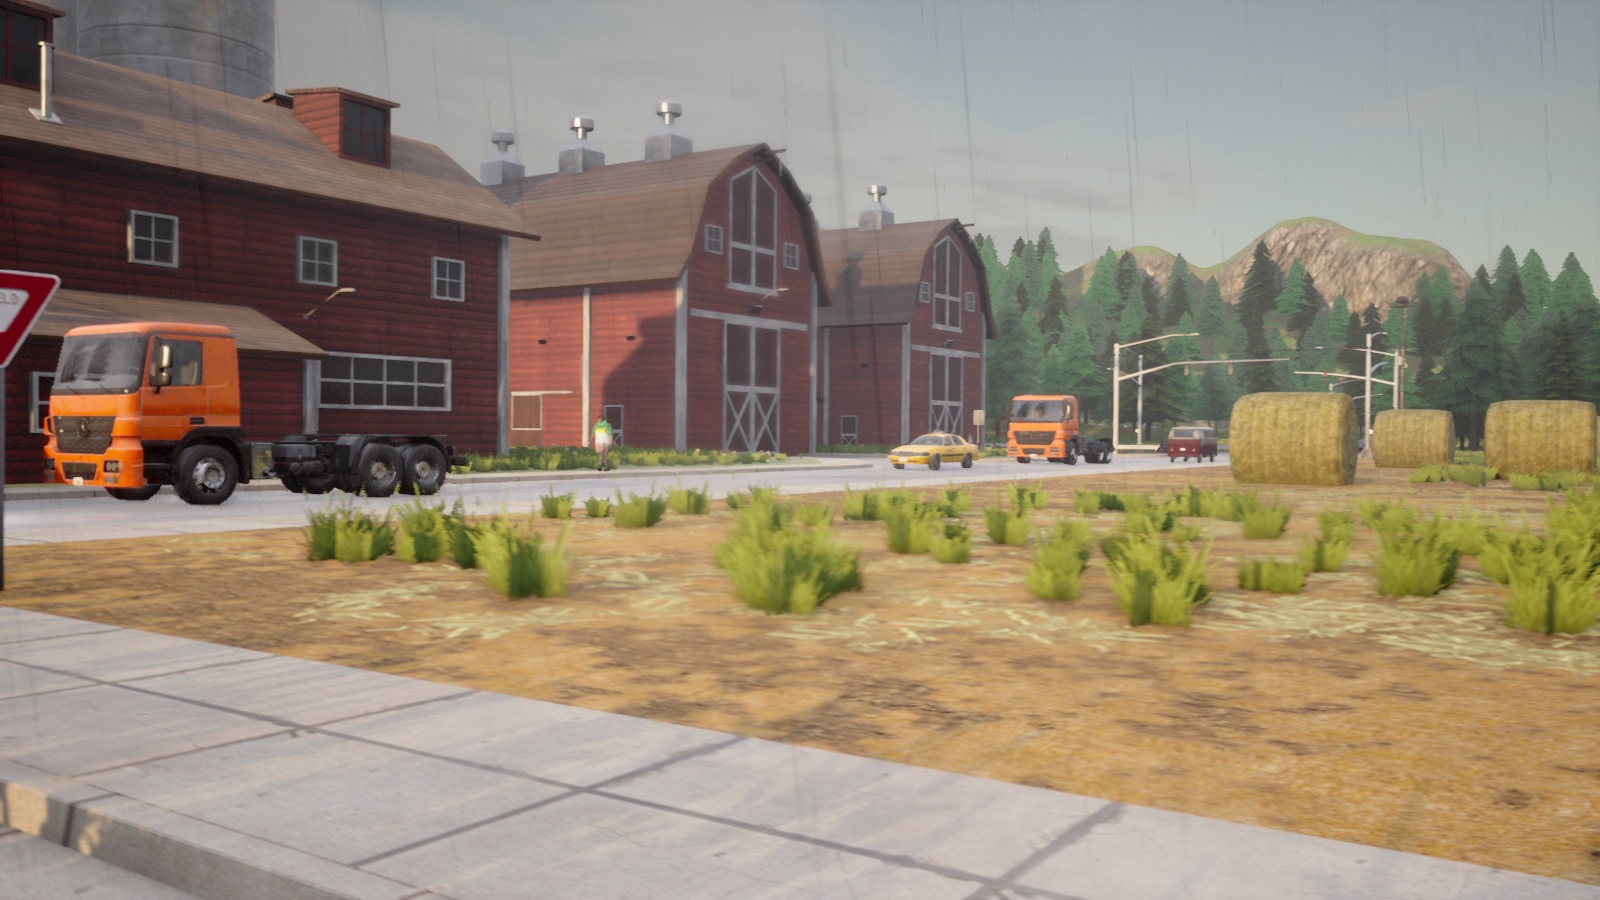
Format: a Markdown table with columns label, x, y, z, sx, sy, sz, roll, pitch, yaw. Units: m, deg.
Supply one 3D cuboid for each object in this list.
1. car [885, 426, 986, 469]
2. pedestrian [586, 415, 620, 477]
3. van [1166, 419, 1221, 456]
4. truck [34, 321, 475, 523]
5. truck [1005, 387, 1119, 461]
| label | x | y | z | sx | sy | sz | roll | pitch | yaw |
| --- | --- | --- | --- | --- | --- | --- | --- | --- | --- |
| car | 5.558 | -0.128 | 50.835 | 1.801 | 1.575 | 5.366 | 0 | 2 | 33 |
| pedestrian | -6.252 | -0.132 | 39.892 | 0.659 | 1.952 | 0.873 | 0 | 1 | 30 |
| van | 21.894 | -0.702 | 69.778 | 1.775 | 1.987 | 4.442 | 0 | 1 | 33 |
| truck | -10.663 | -0.540 | 25.605 | 2.891 | 3.462 | 7.936 | 0 | 1 | 33 |
| truck | 13.209 | -1.267 | 62.741 | 2.891 | 3.462 | 7.936 | 0 | 1 | 33 |
